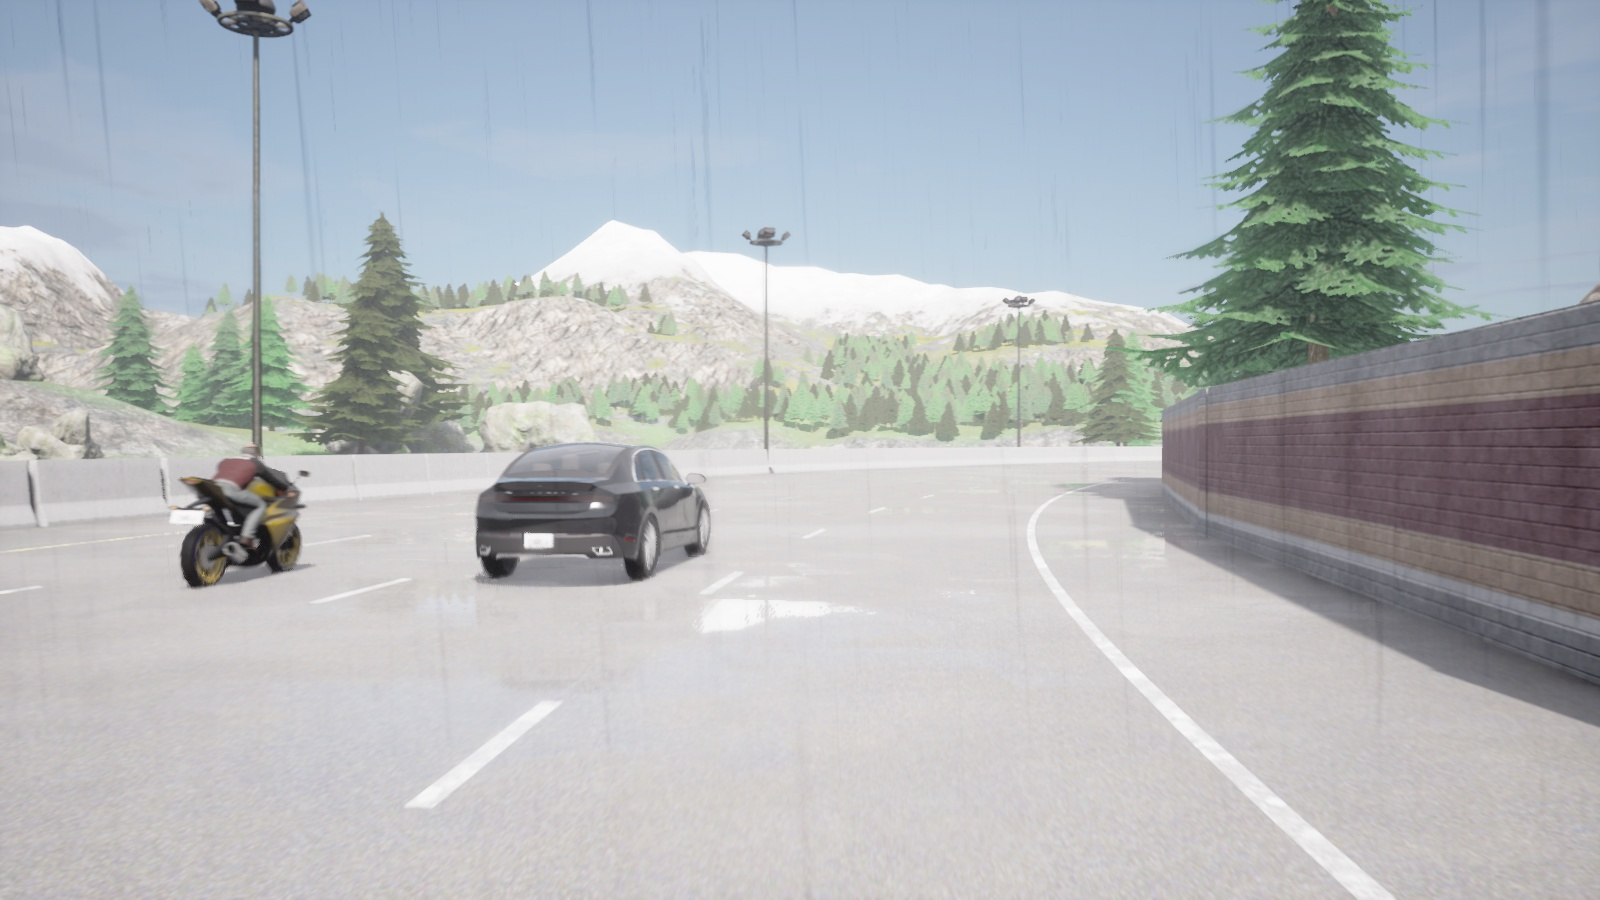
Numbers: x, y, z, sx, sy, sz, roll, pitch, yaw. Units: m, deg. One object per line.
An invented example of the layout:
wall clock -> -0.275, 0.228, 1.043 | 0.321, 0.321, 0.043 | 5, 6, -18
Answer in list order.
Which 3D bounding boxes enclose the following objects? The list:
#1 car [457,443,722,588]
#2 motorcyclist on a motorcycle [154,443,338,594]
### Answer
car -> -2.338, 0.662, 15.391 | 1.837, 1.490, 4.892 | 0, 0, 7
motorcyclist on a motorcycle -> -6.097, 0.695, 13.985 | 0.866, 1.530, 2.191 | 1, 0, 7
